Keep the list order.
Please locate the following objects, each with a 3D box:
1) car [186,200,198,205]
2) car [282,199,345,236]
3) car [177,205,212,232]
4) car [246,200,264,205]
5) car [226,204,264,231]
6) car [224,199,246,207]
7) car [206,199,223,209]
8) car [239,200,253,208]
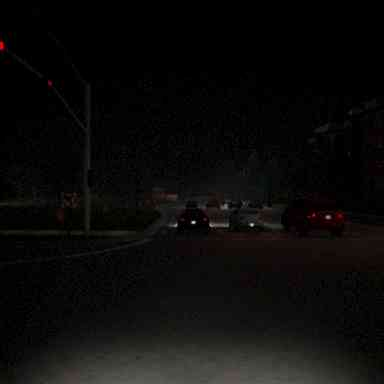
[{"bbox_3d":[-0.032,2.065,54.589,1.882,1.535,5.008,0,-1,0],"label":"car"},{"bbox_3d":[7.089,1.437,19.997,2.150,2.045,5.566,0,-1,0],"label":"car"},{"bbox_3d":[0.088,1.799,21.766,1.994,1.385,4.181,0,-1,0],"label":"car"},{"bbox_3d":[10.468,2.193,55.040,1.895,1.301,4.718,0,-1,0],"label":"car"},{"bbox_3d":[3.573,1.766,22.230,1.812,1.442,4.674,0,-1,0],"label":"car"},{"bbox_3d":[6.968,2.079,54.593,2.128,1.511,4.902,0,-1,0],"label":"car"},{"bbox_3d":[3.468,1.944,54.979,2.097,1.767,4.553,0,-1,0],"label":"car"},{"bbox_3d":[10.462,2.301,65.040,1.895,1.301,4.718,0,-1,0],"label":"car"}]
